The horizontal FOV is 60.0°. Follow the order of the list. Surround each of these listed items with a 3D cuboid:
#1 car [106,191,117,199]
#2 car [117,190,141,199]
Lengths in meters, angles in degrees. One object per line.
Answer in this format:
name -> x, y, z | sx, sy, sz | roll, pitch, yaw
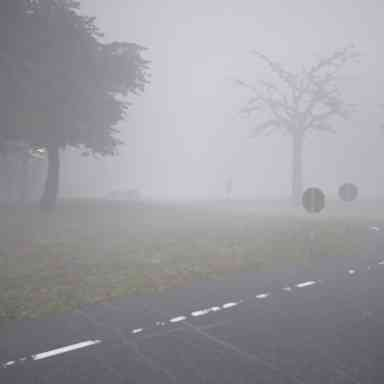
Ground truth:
car -> -14.590, 0.476, 62.705 | 2.128, 1.511, 4.902 | 2, -1, -36
car -> -10.614, 0.363, 57.292 | 2.097, 1.767, 4.553 | 2, -1, -35
